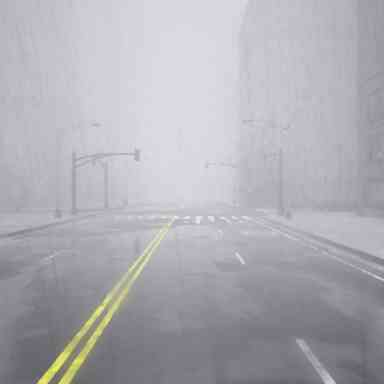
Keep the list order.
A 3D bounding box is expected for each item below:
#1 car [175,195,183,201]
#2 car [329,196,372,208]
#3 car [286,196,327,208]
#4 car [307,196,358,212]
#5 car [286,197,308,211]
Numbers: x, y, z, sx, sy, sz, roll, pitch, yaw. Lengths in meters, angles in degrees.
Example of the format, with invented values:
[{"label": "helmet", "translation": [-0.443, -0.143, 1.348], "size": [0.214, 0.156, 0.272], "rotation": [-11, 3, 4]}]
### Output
[{"label": "car", "translation": [-3.250, 1.495, 85.436], "size": [1.882, 1.535, 5.008], "rotation": [0, 0, 0]}, {"label": "car", "translation": [19.961, 1.202, 42.096], "size": [4.507, 1.381, 1.887], "rotation": [-1, 1, 0]}, {"label": "car", "translation": [14.456, 1.280, 42.091], "size": [4.507, 1.381, 1.887], "rotation": [-1, 1, 0]}, {"label": "car", "translation": [14.464, 1.349, 33.566], "size": [4.507, 1.381, 1.887], "rotation": [-1, 1, 0]}, {"label": "car", "translation": [12.858, 1.245, 36.337], "size": [4.902, 1.511, 2.128], "rotation": [-1, 0, 0]}]
